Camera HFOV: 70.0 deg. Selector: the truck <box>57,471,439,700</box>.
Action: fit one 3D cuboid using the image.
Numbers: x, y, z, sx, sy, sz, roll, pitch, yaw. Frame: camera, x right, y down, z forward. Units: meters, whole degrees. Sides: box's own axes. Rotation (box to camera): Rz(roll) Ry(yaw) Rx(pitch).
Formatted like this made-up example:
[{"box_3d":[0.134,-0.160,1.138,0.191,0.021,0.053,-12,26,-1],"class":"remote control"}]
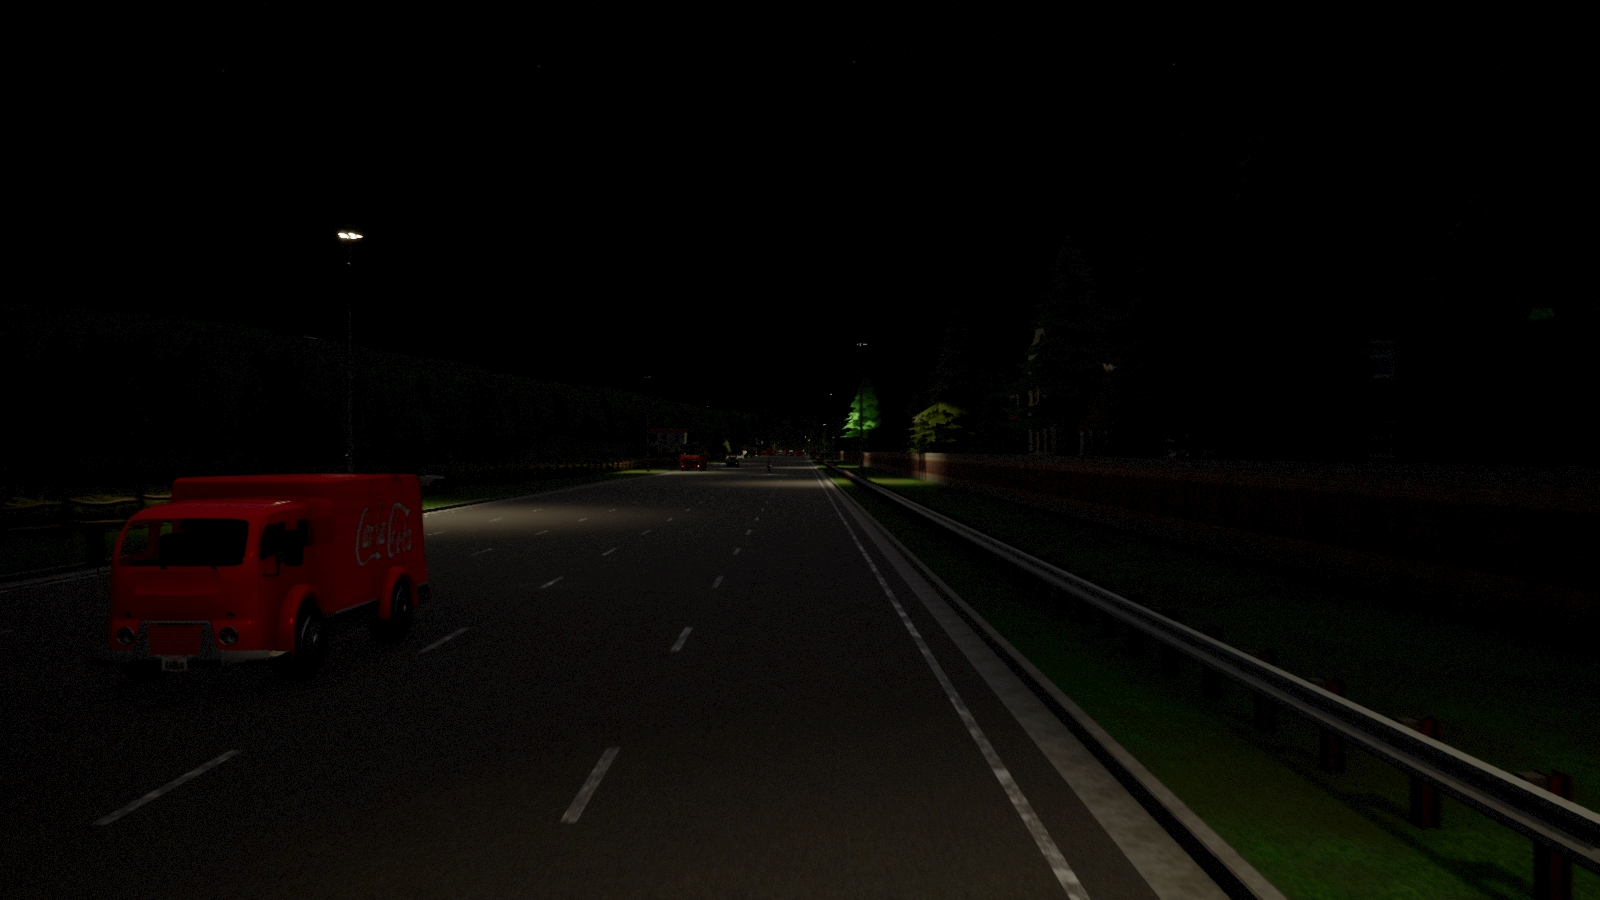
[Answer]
[{"box_3d":[-7.000,1.568,15.380,2.627,2.467,5.204,0,0,0],"class":"truck"}]
